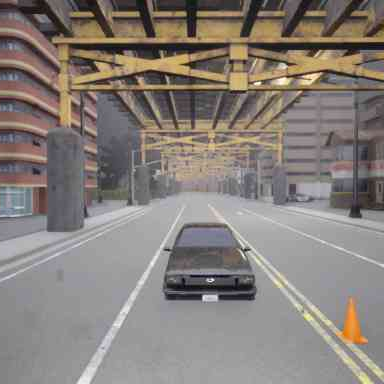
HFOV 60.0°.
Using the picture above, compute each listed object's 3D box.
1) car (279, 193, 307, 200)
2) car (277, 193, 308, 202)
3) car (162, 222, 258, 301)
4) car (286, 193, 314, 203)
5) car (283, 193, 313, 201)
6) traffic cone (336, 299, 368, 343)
[{"bbox_3d":[17.878,0.801,58.960,4.536,1.218,1.853,0,1,25],"label":"car"},{"bbox_3d":[17.831,0.959,58.984,4.974,1.542,2.038,0,1,25],"label":"car"},{"bbox_3d":[0.364,1.533,8.719,2.033,1.411,5.357,0,0,1],"label":"car"},{"bbox_3d":[17.482,1.006,54.827,4.974,1.542,2.038,0,1,-20],"label":"car"},{"bbox_3d":[17.531,0.848,54.843,4.536,1.218,1.853,0,1,-20],"label":"car"},{"bbox_3d":[2.455,1.949,5.111,0.340,0.580,0.340,0,0,0],"label":"traffic cone"}]
